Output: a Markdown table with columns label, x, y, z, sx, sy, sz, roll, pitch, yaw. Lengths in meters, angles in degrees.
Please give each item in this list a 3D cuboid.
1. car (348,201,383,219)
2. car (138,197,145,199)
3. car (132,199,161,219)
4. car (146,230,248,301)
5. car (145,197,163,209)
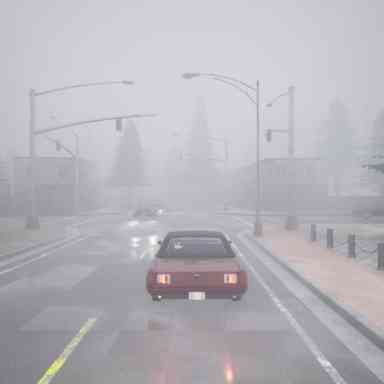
| label | x | y | z | sx | sy | sz | roll | pitch | yaw |
| --- | --- | --- | --- | --- | --- | --- | --- | --- | --- |
| car | 15.762 | 1.476 | 27.933 | 4.902 | 1.511 | 2.128 | 0 | 0 | 2 |
| car | -8.794 | 1.529 | 60.100 | 1.994 | 1.385 | 4.181 | 0 | 0 | -22 |
| car | -3.983 | 1.580 | 28.828 | 1.895 | 1.301 | 4.718 | 0 | 0 | -3 |
| car | 0.071 | 1.601 | 8.268 | 1.895 | 1.301 | 4.718 | 0 | 0 | -1 |
| car | -4.786 | 1.513 | 43.912 | 2.033 | 1.411 | 5.357 | 0 | 0 | -6 |
